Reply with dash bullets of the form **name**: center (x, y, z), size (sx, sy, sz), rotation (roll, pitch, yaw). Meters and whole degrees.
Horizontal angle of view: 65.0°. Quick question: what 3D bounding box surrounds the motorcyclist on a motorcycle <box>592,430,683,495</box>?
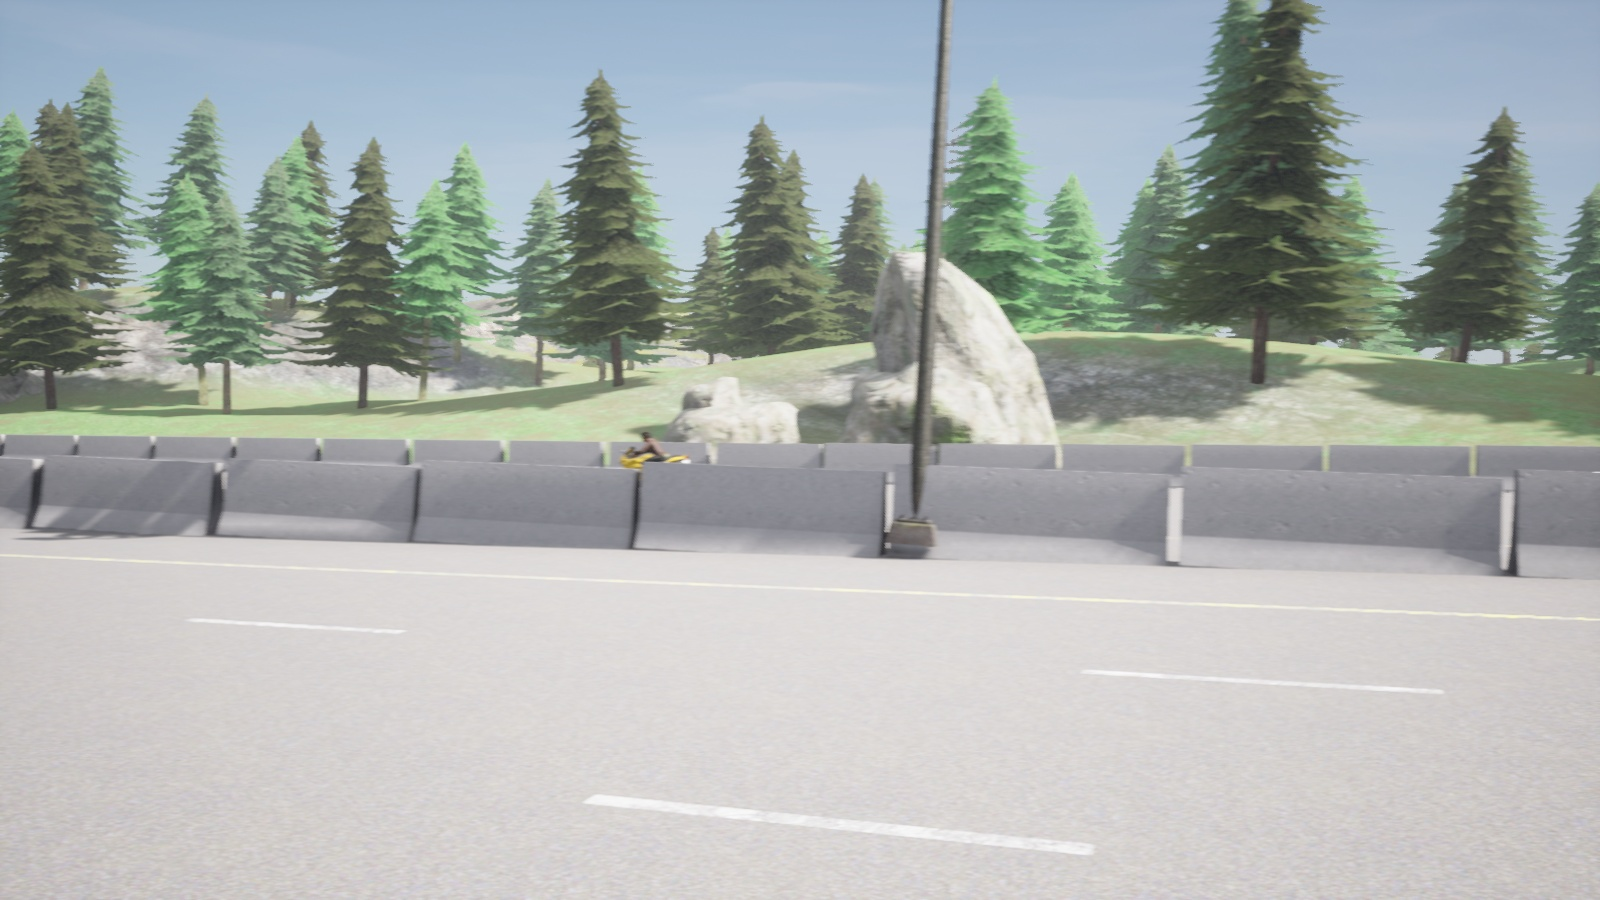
- **motorcyclist on a motorcycle**: center (-3.928, 0.281, 30.361), size (2.044, 1.523, 0.797), rotation (1, 1, 19)
